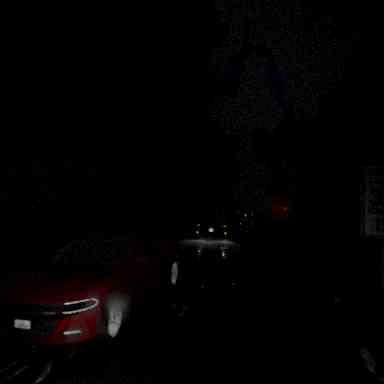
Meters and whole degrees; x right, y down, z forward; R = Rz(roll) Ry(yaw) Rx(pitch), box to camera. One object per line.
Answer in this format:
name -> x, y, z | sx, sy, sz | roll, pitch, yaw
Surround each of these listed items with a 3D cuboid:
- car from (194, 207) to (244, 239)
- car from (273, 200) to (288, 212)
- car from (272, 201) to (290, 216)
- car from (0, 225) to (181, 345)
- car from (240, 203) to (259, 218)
car -> 1.480, 1.737, 18.481 | 1.994, 1.385, 4.181 | 0, -1, 15
car -> 12.438, 1.916, 46.631 | 1.994, 1.385, 4.181 | 0, 0, 15
car -> 9.983, 1.870, 37.505 | 2.033, 1.411, 5.357 | 0, 0, 16
car -> -1.673, 1.533, 6.905 | 1.882, 1.535, 5.008 | 0, -1, 14
car -> 5.817, 1.836, 34.107 | 2.033, 1.411, 5.357 | 1, 0, 16
